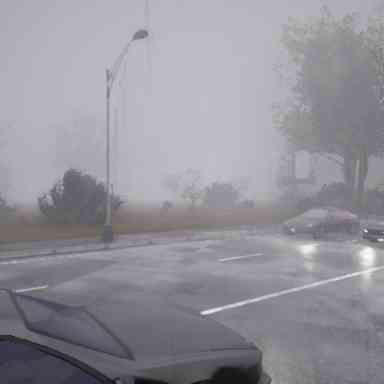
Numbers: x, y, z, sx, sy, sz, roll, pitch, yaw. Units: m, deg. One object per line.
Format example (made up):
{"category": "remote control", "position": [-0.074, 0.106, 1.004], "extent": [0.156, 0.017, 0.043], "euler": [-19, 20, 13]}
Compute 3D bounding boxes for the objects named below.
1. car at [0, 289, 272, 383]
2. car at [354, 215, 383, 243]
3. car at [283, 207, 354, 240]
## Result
{"category": "car", "position": [-1.848, 1.545, 2.418], "extent": [5.357, 1.411, 2.033], "euler": [0, 0, -35]}
{"category": "car", "position": [9.857, 1.549, 14.932], "extent": [5.357, 1.411, 2.033], "euler": [0, 0, -34]}
{"category": "car", "position": [6.717, 1.524, 17.028], "extent": [4.674, 1.442, 1.812], "euler": [0, 0, -34]}
